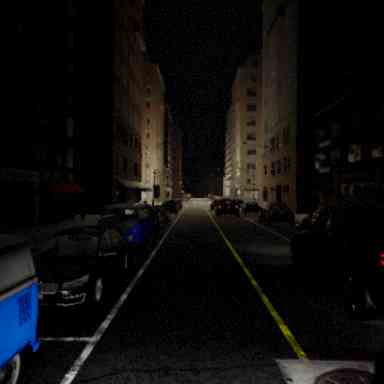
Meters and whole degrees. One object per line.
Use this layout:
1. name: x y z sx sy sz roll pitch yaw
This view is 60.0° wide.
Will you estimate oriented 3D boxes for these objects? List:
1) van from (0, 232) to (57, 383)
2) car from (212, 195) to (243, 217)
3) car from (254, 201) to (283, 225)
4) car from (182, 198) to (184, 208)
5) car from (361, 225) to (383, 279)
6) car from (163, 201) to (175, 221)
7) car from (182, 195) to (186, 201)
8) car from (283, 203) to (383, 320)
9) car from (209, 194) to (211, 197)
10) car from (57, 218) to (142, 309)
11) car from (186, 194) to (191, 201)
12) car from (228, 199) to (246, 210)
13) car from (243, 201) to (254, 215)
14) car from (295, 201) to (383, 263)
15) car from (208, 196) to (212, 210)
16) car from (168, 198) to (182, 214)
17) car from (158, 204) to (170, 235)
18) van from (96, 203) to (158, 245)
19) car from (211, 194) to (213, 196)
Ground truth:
1. van: -2.665 1.326 2.357 1.690 1.788 3.998 0 0 1
2. car: 3.315 1.418 32.035 2.097 1.767 4.553 0 0 1
3. car: 6.052 1.513 24.286 1.967 1.590 4.097 0 0 1
4. car: -2.330 1.625 40.864 1.802 1.307 4.206 0 0 1
5. car: 5.908 1.631 7.782 1.802 1.307 4.206 0 0 1
6. car: -2.473 1.598 24.361 1.802 1.307 4.206 0 0 1
7. car: -2.281 1.492 46.365 1.967 1.590 4.097 0 0 1
8. car: 3.951 1.261 7.503 2.150 2.045 5.566 0 0 1
9. car: 6.714 1.794 94.196 2.008 1.369 4.403 0 0 1
10. car: -2.618 1.543 7.857 2.008 1.369 4.403 0 0 1
11. car: -1.924 1.730 83.466 1.802 1.307 4.206 0 0 1
12. car: 6.243 1.675 46.290 1.947 1.339 4.313 0 0 1
13. car: 6.147 1.641 35.288 2.008 1.369 4.403 0 0 1
14. car: 5.956 1.372 13.284 2.192 1.841 5.009 0 0 1
15. car: 3.372 1.649 43.197 1.994 1.385 4.181 0 0 1
16. car: -2.377 1.599 35.363 1.947 1.339 4.313 0 0 1
17. car: -2.521 1.574 18.859 1.947 1.339 4.313 0 0 1
18. van: -2.568 1.341 13.358 1.690 1.788 3.998 0 0 1
19. car: 6.601 1.645 83.379 1.967 1.590 4.097 0 0 1
